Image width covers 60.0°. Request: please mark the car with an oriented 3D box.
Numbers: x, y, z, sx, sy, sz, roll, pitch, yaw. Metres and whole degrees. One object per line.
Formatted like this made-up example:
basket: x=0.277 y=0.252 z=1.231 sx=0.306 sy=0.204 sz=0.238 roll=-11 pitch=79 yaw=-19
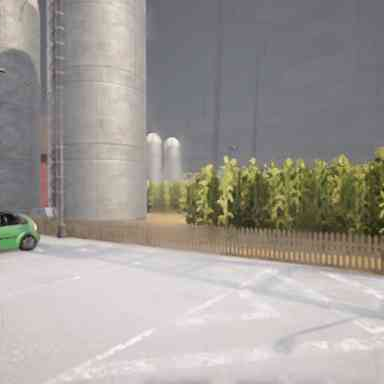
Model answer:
car: x=-7.977 y=1.582 z=12.531 sx=1.851 sy=1.617 sz=3.988 roll=-1 pitch=0 yaw=34
